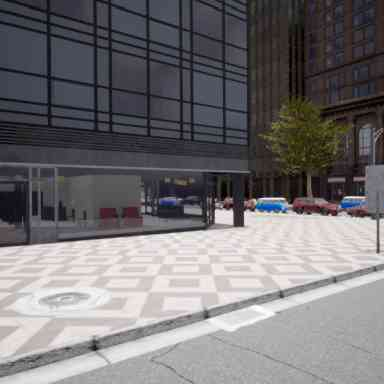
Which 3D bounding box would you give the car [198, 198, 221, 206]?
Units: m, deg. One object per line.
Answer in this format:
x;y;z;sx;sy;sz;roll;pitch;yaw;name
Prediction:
3.260;1.929;62.538;2.008;1.369;4.403;-1;0;-35;car

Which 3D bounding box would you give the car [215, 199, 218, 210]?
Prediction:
2.899;1.915;48.336;2.008;1.369;4.403;-1;0;-35;car

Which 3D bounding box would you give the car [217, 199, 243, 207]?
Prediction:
6.551;1.872;57.910;1.887;1.381;4.507;-1;0;-35;car

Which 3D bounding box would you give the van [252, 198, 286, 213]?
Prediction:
9.476;1.599;39.077;1.690;1.788;3.998;-1;0;-35;van

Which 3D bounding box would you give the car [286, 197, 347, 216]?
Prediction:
12.767;1.517;34.448;2.192;1.841;5.009;-1;0;-35;car

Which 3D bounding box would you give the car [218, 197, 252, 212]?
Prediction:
6.185;1.627;43.706;2.192;1.841;5.009;-1;0;-35;car

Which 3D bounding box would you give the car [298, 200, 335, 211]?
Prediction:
16.424;1.736;44.025;1.947;1.339;4.313;-1;0;-35;car

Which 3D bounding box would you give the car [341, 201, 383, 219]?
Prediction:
16.064;1.727;29.820;1.802;1.307;4.206;-1;0;-35;car

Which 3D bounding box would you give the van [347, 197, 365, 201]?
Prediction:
19.710;1.456;39.396;1.690;1.788;3.998;-1;0;-35;van

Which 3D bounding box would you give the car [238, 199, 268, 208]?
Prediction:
9.743;1.803;53.420;1.752;1.417;4.829;-1;0;-35;car
